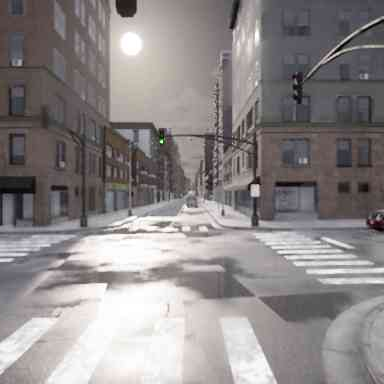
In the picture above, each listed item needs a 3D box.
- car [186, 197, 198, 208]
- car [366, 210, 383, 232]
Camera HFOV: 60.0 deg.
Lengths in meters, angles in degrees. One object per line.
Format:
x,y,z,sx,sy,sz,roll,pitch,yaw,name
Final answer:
0.015,2.055,59.311,2.033,1.411,5.357,0,-1,0,car
12.063,1.260,17.665,5.009,1.841,2.192,-1,1,0,car
